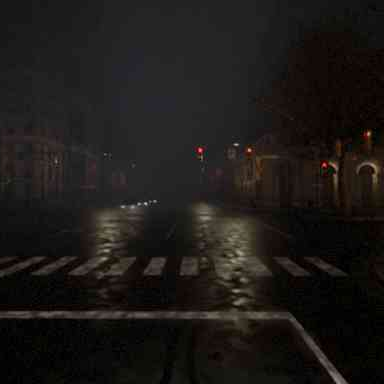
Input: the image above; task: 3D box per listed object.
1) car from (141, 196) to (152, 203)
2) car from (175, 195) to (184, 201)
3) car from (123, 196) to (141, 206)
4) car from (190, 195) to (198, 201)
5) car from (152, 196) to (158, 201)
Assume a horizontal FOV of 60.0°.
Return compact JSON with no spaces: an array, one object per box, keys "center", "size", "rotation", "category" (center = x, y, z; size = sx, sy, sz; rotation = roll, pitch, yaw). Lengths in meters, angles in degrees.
[{"center":[-10.113,1.575,69.384],"size":[1.895,1.301,4.718],"rotation":[0,0,1],"category":"car"},{"center":[-2.960,1.426,79.493],"size":[2.128,1.511,4.902],"rotation":[0,0,1],"category":"car"},{"center":[-10.302,1.461,55.988],"size":[1.882,1.535,5.008],"rotation":[0,0,1],"category":"car"},{"center":[0.539,1.426,79.442],"size":[2.128,1.511,4.902],"rotation":[0,0,1],"category":"car"},{"center":[-9.887,1.550,84.450],"size":[1.895,1.301,4.718],"rotation":[0,0,1],"category":"car"}]
